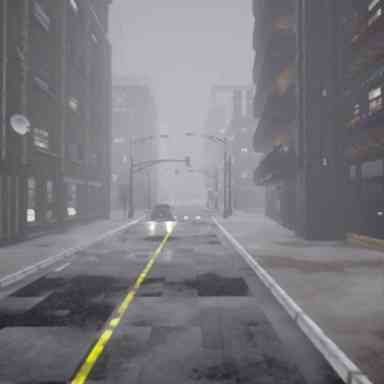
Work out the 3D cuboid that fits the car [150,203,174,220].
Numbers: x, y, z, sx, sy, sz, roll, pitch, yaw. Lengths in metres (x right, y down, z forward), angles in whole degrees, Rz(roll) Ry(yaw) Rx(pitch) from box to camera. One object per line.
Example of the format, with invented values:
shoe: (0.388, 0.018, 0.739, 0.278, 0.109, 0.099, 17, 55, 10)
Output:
car: (-2.739, 1.825, 31.163, 1.837, 1.490, 4.892, 0, -1, 0)
